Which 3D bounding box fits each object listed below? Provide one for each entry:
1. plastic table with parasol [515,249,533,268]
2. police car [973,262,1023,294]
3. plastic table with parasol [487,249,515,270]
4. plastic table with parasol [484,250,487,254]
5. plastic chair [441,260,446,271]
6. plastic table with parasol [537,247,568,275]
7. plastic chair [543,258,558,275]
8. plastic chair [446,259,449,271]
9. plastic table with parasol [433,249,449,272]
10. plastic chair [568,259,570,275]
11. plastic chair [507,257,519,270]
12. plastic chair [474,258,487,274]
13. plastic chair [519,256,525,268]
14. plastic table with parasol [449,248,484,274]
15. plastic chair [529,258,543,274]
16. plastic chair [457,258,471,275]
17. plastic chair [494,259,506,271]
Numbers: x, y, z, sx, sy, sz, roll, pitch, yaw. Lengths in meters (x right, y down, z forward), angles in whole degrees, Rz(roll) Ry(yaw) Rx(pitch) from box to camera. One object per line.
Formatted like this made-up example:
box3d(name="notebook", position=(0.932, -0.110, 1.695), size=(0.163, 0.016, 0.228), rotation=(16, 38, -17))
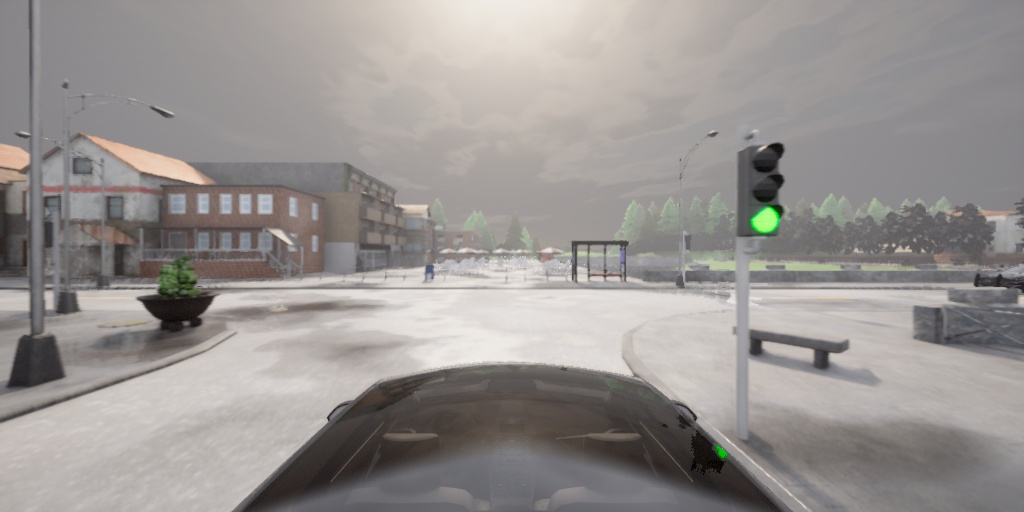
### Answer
box3d(name="plastic table with parasol", position=(1.142, 0.337, 48.560), size=(2.482, 2.480, 2.482), rotation=(0, 0, 0))
box3d(name="police car", position=(26.414, 1.058, 18.060), size=(5.238, 1.638, 1.930), rotation=(0, 0, 0))
box3d(name="plastic table with parasol", position=(-1.225, 0.392, 40.950), size=(2.482, 2.480, 2.482), rotation=(0, 0, 0))
box3d(name="plastic table with parasol", position=(-4.640, 0.287, 55.478), size=(2.482, 2.480, 2.482), rotation=(0, 0, 0))
box3d(name="plastic chair", position=(-7.070, 1.008, 39.379), size=(0.750, 1.272, 0.730), rotation=(0, 0, -1))
box3d(name="plastic table with parasol", position=(3.568, 0.448, 33.222), size=(2.482, 2.480, 2.482), rotation=(0, 0, 0))
box3d(name="plastic chair", position=(3.429, 1.061, 31.952), size=(0.750, 1.272, 0.730), rotation=(0, 0, 0))
box3d(name="plastic chair", position=(-5.572, 1.046, 34.048), size=(0.730, 1.272, 0.750), rotation=(0, 0, 0))
box3d(name="plastic table with parasol", position=(-7.144, 0.395, 40.557), size=(2.482, 2.480, 2.482), rotation=(0, 0, 0))
box3d(name="plastic chair", position=(4.828, 1.053, 33.052), size=(0.730, 1.272, 0.750), rotation=(0, 0, 0))
box3d(name="plastic chair", position=(0.125, 0.997, 40.850), size=(0.730, 1.272, 0.750), rotation=(0, 0, 0))
box3d(name="plastic chair", position=(-2.972, 1.047, 33.849), size=(0.730, 1.272, 0.750), rotation=(0, 0, 0))
box3d(name="plastic chair", position=(1.027, 0.950, 47.382), size=(0.750, 1.272, 0.730), rotation=(0, 0, -1))
box3d(name="plastic table with parasol", position=(-4.252, 0.443, 33.969), size=(2.482, 2.480, 2.482), rotation=(0, 0, 0))
box3d(name="plastic chair", position=(2.228, 1.052, 33.251), size=(0.730, 1.272, 0.750), rotation=(0, 0, 0))
box3d(name="plastic chair", position=(-4.371, 1.055, 32.749), size=(0.750, 1.272, 0.730), rotation=(0, 0, 0))
box3d(name="plastic chair", position=(-1.274, 1.005, 39.750), size=(0.750, 1.272, 0.730), rotation=(0, 0, 0))
